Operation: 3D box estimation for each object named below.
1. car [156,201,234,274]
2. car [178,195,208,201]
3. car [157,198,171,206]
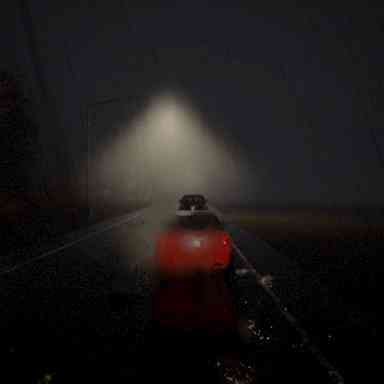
[{"bbox_3d":[0.082,1.353,10.704,2.097,1.767,4.553,0,0,0],"label":"car"},{"bbox_3d":[0.092,1.223,26.409,2.150,2.045,5.566,0,0,0],"label":"car"},{"bbox_3d":[-3.574,1.530,43.968,1.812,1.442,4.674,0,0,0],"label":"car"}]
